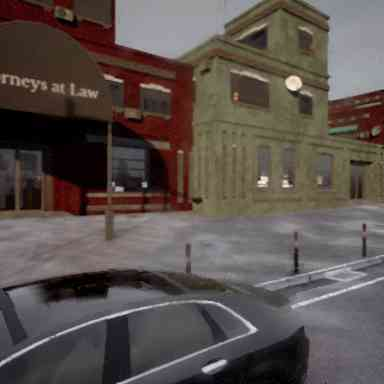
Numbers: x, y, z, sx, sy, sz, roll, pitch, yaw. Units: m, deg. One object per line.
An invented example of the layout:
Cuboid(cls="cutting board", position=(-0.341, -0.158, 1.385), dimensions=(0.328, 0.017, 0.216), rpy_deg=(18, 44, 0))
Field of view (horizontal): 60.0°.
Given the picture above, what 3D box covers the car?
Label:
Cuboid(cls="car", position=(-1.083, 1.505, 2.605), dimensions=(4.892, 1.490, 1.837), rpy_deg=(0, 0, -36))
